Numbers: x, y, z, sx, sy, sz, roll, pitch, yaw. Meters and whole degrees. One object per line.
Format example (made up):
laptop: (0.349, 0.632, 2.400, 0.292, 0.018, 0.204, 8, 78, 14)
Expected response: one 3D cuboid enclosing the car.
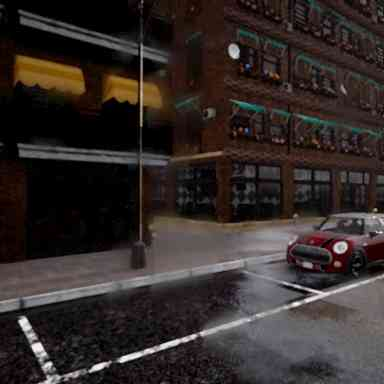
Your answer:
car: (4.675, 1.382, 9.904, 4.097, 1.590, 1.967, 0, 1, -35)
